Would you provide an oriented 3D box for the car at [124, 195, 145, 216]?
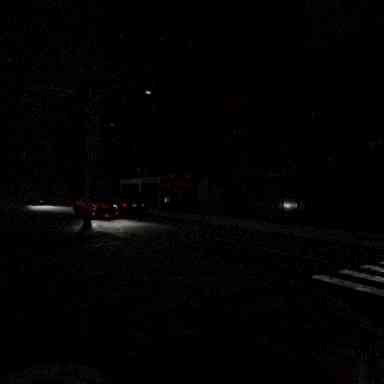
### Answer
[{"bbox_3d":[-5.677,1.035,27.540,2.097,1.767,4.553,1,0,-35],"label":"car"}]

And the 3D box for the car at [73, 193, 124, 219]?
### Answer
[{"bbox_3d":[-7.079,1.008,24.415,2.097,1.767,4.553,1,0,-35],"label":"car"}]

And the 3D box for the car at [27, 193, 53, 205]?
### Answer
[{"bbox_3d":[-19.716,0.866,42.454,2.128,1.511,4.902,1,0,-35],"label":"car"}]

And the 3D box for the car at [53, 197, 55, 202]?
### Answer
[{"bbox_3d":[-22.890,0.973,51.885,1.895,1.301,4.718,1,-1,-35],"label":"car"}]
